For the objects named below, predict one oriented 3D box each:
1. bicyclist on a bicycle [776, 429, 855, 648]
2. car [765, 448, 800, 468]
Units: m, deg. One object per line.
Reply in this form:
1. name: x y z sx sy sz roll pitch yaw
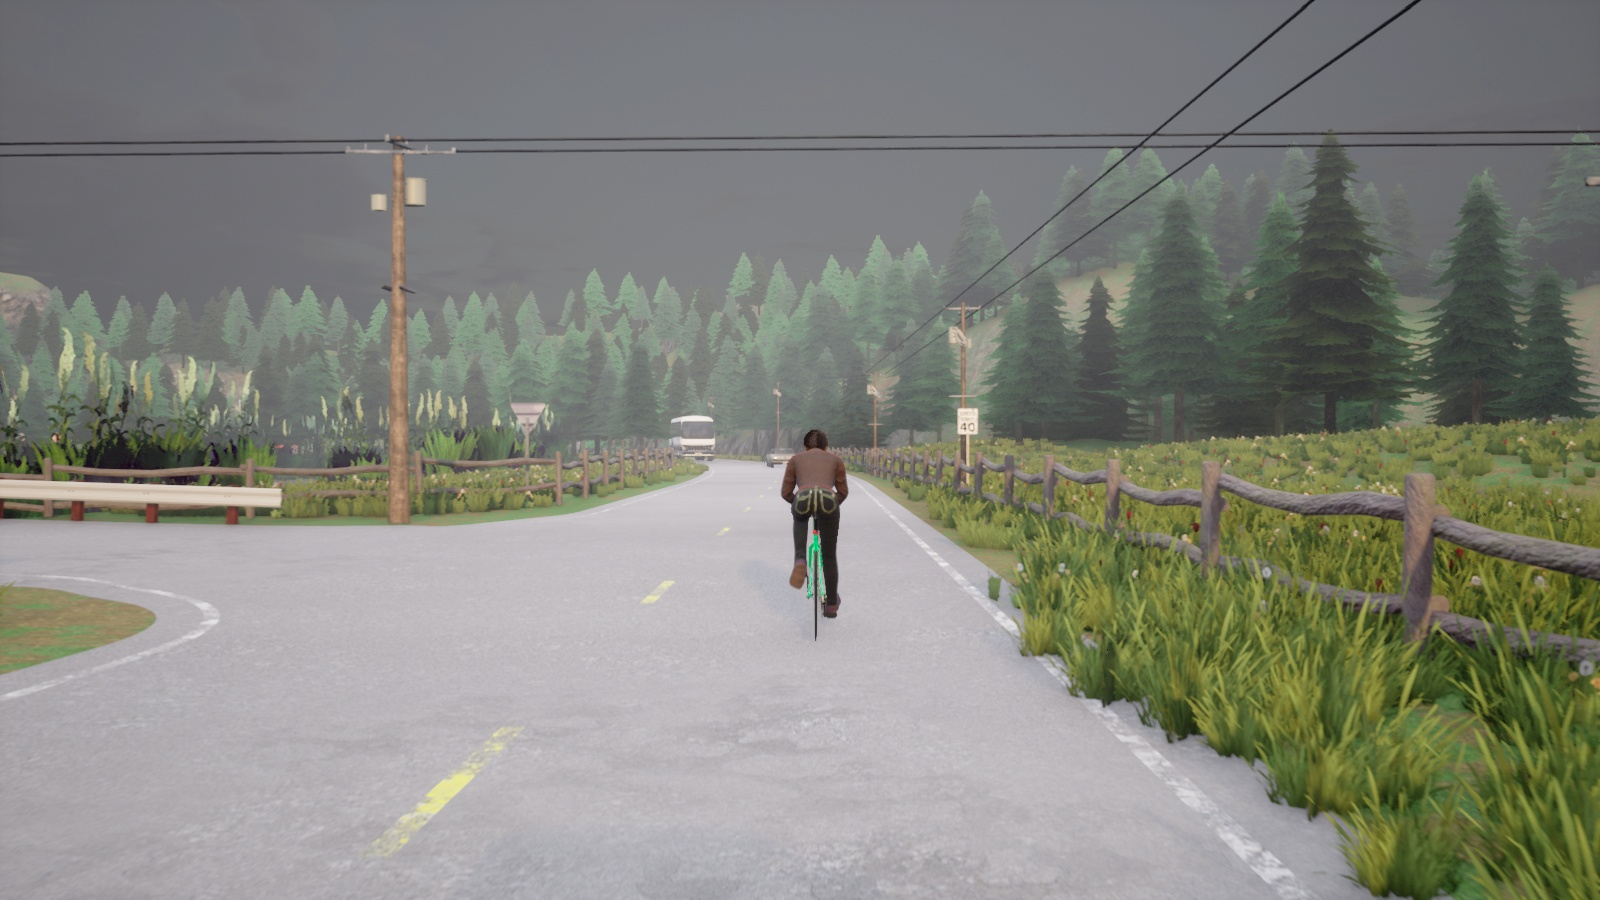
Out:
1. bicyclist on a bicycle: 0.127 0.660 10.124 0.582 1.620 1.656 0 0 1
2. car: -1.221 0.515 84.060 1.895 1.301 4.718 0 0 -6
